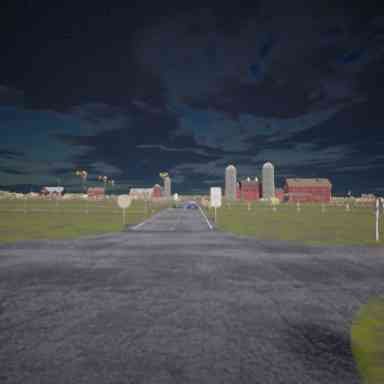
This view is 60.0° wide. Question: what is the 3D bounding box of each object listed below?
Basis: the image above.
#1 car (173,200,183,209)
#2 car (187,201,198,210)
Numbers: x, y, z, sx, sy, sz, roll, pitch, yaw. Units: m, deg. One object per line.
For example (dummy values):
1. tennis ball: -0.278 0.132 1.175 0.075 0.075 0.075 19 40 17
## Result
1. car: -2.669 2.347 63.101 1.837 1.490 4.892 0 -1 0
2. car: 0.076 2.301 58.062 1.812 1.442 4.674 0 -1 0
